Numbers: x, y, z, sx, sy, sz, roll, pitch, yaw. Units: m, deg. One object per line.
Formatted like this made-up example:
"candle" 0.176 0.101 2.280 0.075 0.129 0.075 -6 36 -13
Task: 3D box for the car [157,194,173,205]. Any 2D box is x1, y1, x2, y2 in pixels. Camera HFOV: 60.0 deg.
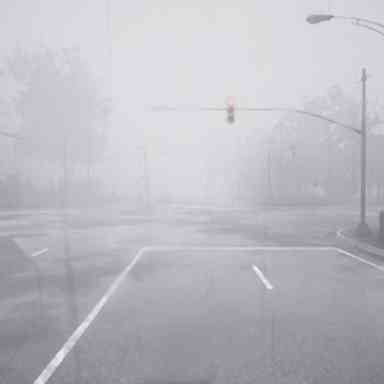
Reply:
"car" -3.491 0.903 43.864 2.033 1.411 5.357 0 1 0
